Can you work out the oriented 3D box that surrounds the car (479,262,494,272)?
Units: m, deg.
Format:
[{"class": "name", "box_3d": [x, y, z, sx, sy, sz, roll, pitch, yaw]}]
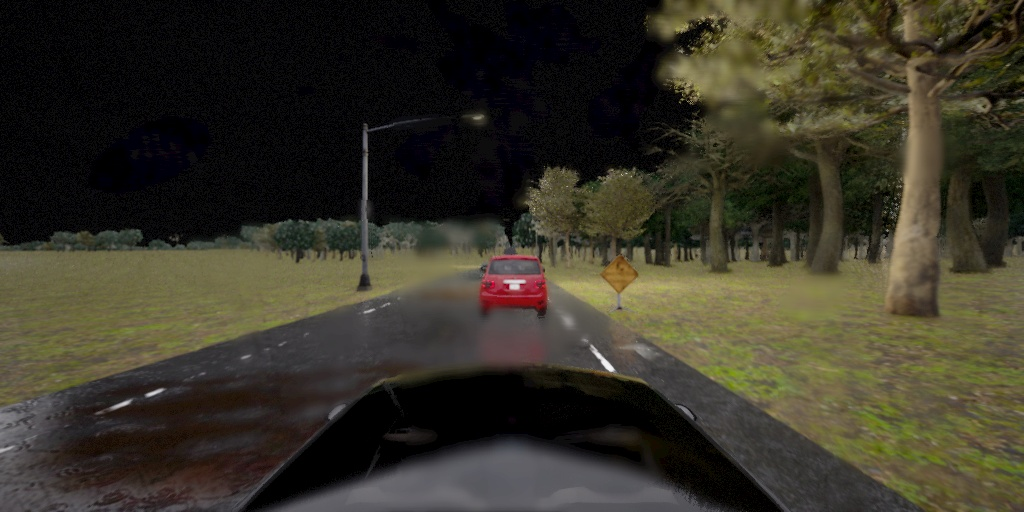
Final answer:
[{"class": "car", "box_3d": [-3.587, 1.573, 51.237, 1.895, 1.301, 4.718, 0, 0, 0]}]

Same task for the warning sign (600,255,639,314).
[{"class": "warning sign", "box_3d": [3.548, 0.895, 11.899, 1.300, 1.860, 1.060, 0, 0, 0]}]

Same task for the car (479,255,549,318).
[{"class": "car", "box_3d": [0.065, 1.005, 13.184, 2.150, 2.045, 5.566, 0, 0, 0]}]
